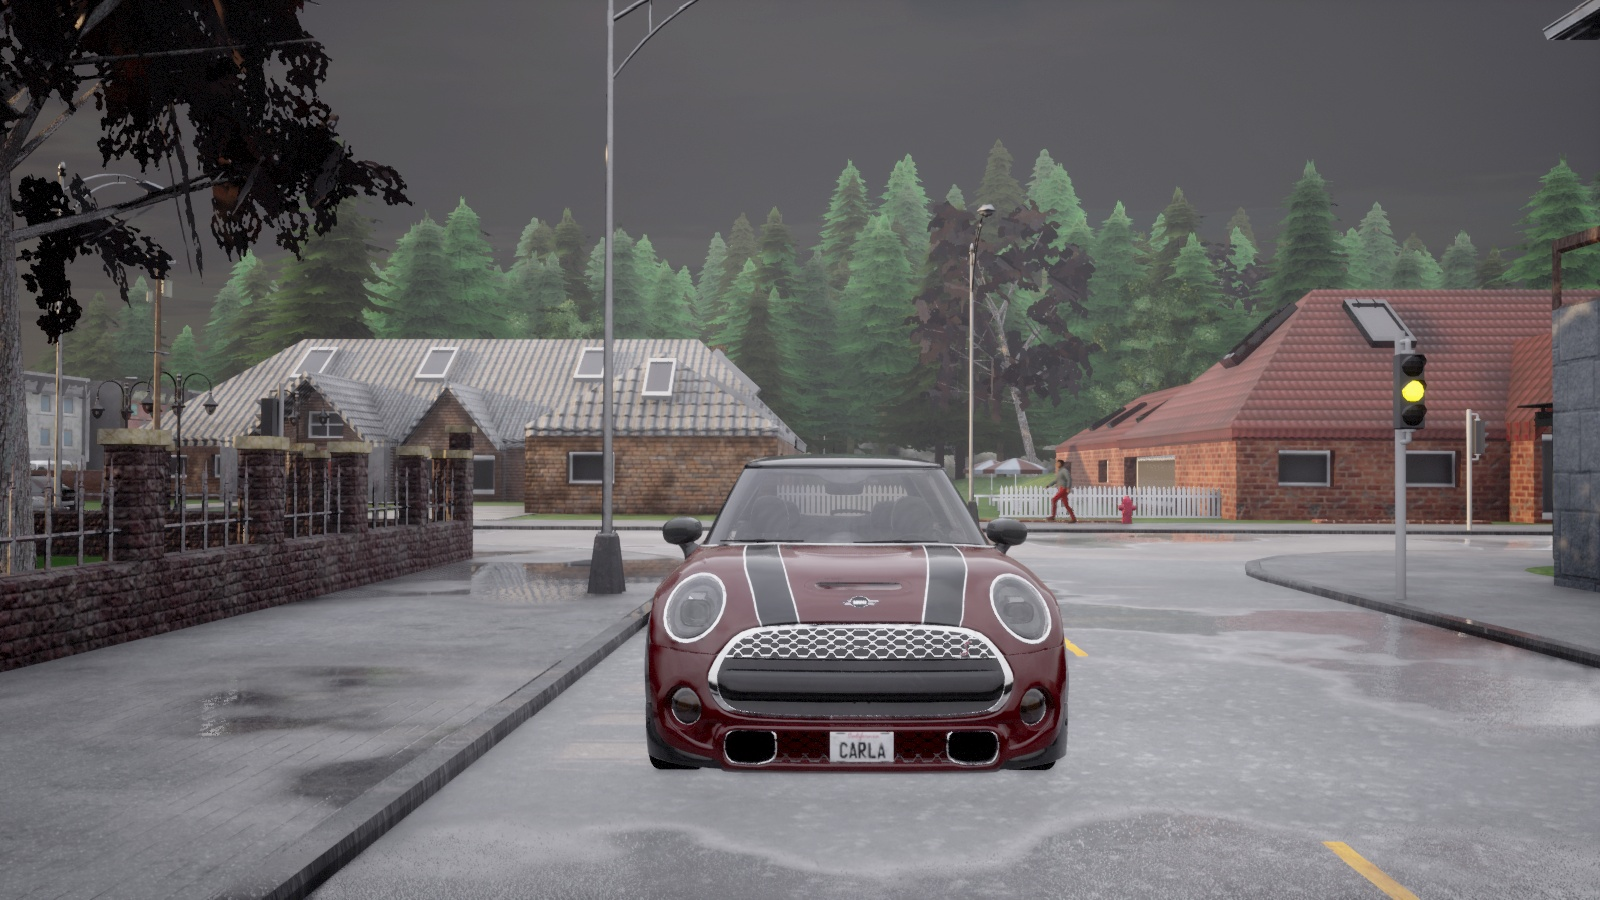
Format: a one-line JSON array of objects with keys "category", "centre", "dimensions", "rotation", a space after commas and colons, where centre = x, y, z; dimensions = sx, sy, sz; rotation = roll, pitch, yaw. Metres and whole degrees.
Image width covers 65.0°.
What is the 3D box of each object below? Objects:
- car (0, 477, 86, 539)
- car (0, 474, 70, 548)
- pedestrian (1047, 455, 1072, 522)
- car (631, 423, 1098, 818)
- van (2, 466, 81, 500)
[{"category": "car", "centre": [-20.333, 1.432, 31.160], "dimensions": [4.193, 1.474, 1.816], "rotation": [0, -1, 2]}, {"category": "car", "centre": [-18.574, 1.289, 27.041], "dimensions": [4.514, 1.525, 2.007], "rotation": [0, -1, 0]}, {"category": "pedestrian", "centre": [7.255, 1.077, 35.091], "dimensions": [0.614, 1.847, 0.353], "rotation": [0, -1, 0]}, {"category": "car", "centre": [0.271, 0.805, 7.943], "dimensions": [2.097, 1.767, 4.553], "rotation": [0, -1, 0]}, {"category": "van", "centre": [-46.871, 2.025, 77.697], "dimensions": [2.069, 2.038, 4.480], "rotation": [0, -1, 2]}]
